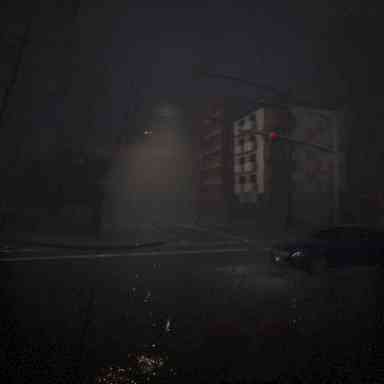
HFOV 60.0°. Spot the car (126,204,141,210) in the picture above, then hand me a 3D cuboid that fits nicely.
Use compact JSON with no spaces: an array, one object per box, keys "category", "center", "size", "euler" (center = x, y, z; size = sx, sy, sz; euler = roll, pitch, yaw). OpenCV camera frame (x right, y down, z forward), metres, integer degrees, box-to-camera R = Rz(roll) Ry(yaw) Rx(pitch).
[{"category":"car","center":[-14.452,3.737,82.458],"size":[2.038,1.542,4.974],"euler":[1,-2,-38]}]

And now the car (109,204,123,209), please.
[{"category":"car","center":[-18.507,3.568,81.562],"size":[1.853,1.218,4.536],"euler":[0,-2,7]}]

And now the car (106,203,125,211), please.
[{"category":"car","center":[-18.513,3.724,81.506],"size":[2.038,1.542,4.974],"euler":[0,-2,7]}]

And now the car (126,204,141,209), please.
[{"category":"car","center":[-14.484,3.581,82.503],"size":[1.853,1.218,4.536],"euler":[1,-2,-38]}]

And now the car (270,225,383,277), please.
[{"category":"car","center":[4.890,1.833,11.080],"size":[4.674,1.442,1.812],"euler":[0,-2,-18]}]
